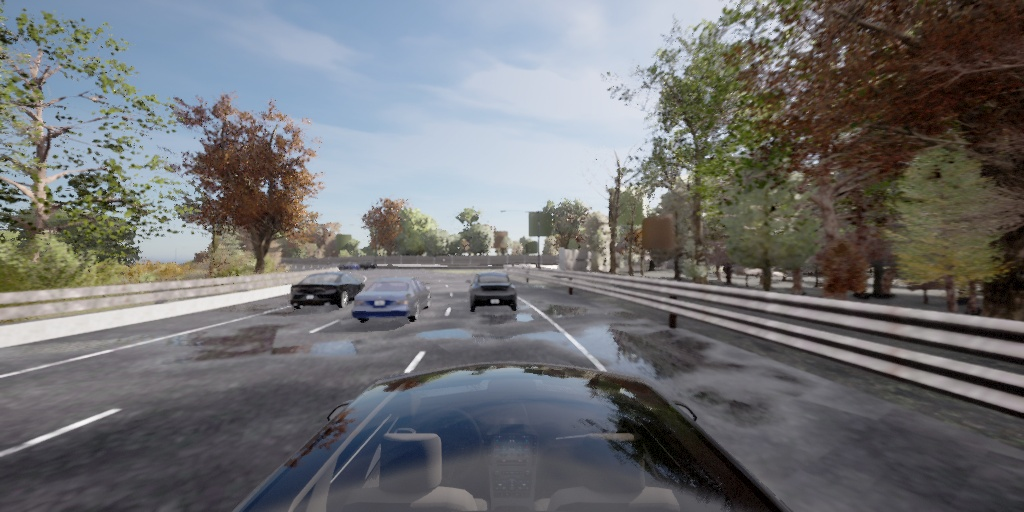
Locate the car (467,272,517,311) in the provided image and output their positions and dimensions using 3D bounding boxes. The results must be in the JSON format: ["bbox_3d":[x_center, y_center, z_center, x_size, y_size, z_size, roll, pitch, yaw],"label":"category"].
[{"bbox_3d":[-0.912,1.440,15.533,1.837,1.490,4.892,0,0,-7],"label":"car"}]

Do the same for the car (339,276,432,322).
[{"bbox_3d":[-4.141,1.462,13.069,2.033,1.411,5.357,0,-1,-6],"label":"car"}]

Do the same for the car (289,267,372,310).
[{"bbox_3d":[-8.069,1.448,16.182,1.882,1.535,5.008,0,0,-8],"label":"car"}]
